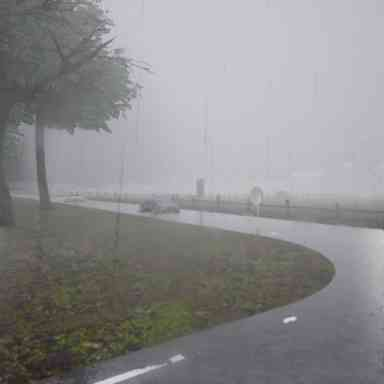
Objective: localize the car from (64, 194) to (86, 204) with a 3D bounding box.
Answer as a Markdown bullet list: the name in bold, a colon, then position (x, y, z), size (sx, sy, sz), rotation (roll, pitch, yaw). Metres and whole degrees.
- **car**: position (-16.457, 0.892, 46.848), size (1.895, 1.301, 4.718), rotation (-1, 1, -35)

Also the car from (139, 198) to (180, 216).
- **car**: position (-2.755, 1.188, 27.661), size (1.994, 1.385, 4.181), rotation (-1, 2, -36)
